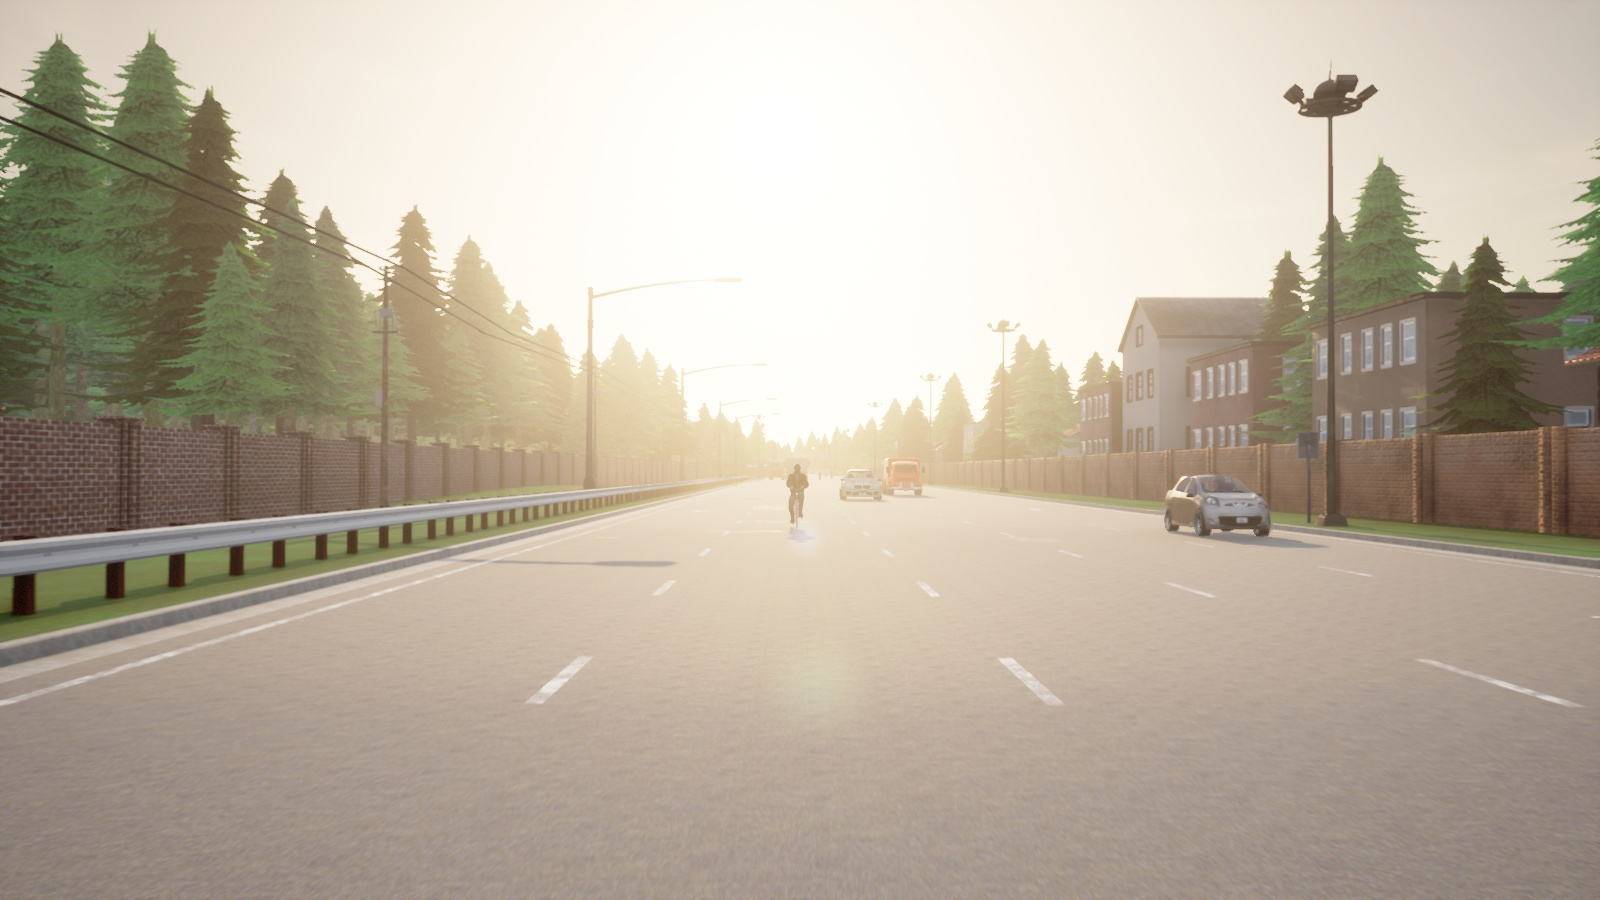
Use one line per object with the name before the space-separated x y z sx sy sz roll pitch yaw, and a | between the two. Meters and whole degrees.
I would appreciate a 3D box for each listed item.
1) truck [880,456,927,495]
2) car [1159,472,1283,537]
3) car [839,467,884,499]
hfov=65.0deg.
truck | 6.793 1.686 82.755 2.627 2.467 5.204 0 -1 0
car | 10.422 1.311 31.336 1.845 1.501 3.633 0 -1 0
car | 3.328 1.801 69.007 2.242 1.667 4.611 0 -1 0
